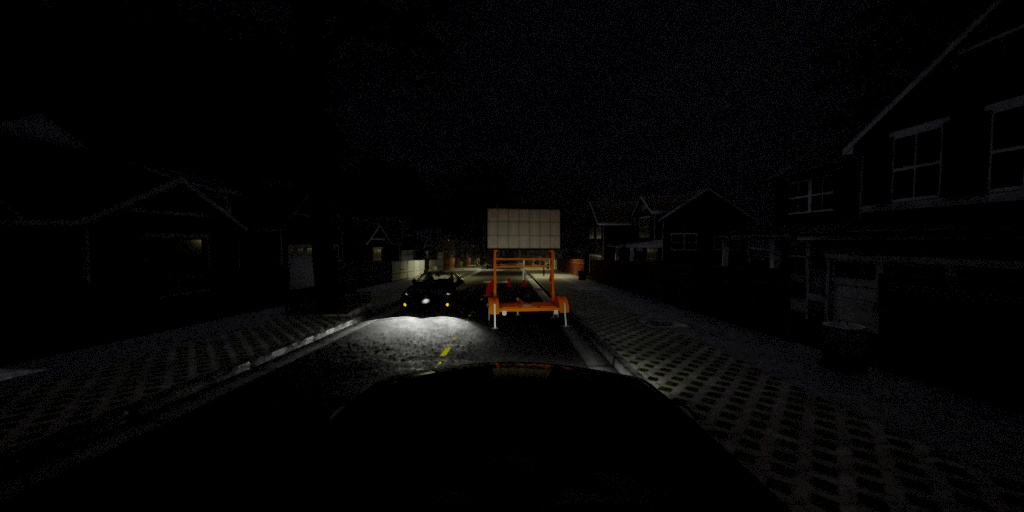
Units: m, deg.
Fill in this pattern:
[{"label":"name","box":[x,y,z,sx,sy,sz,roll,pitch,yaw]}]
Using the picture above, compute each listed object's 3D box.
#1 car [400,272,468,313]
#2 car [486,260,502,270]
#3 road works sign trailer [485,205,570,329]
[{"label":"car","box":[-2.862,1.307,13.916,1.994,1.385,4.181,0,0,0]},{"label":"car","box":[-2.897,1.322,55.110,1.812,1.442,4.674,0,0,0]},{"label":"road works sign trailer","box":[0.351,0.209,11.333,2.380,3.560,2.880,0,0,-7]}]
